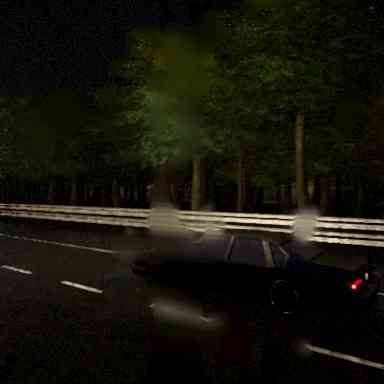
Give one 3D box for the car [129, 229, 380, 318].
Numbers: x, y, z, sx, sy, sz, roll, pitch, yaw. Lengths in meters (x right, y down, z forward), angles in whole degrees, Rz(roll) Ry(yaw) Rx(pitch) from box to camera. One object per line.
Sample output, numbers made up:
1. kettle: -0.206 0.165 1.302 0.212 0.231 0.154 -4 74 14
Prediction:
1. car: 1.068 1.549 7.405 5.357 1.411 2.033 0 0 36
